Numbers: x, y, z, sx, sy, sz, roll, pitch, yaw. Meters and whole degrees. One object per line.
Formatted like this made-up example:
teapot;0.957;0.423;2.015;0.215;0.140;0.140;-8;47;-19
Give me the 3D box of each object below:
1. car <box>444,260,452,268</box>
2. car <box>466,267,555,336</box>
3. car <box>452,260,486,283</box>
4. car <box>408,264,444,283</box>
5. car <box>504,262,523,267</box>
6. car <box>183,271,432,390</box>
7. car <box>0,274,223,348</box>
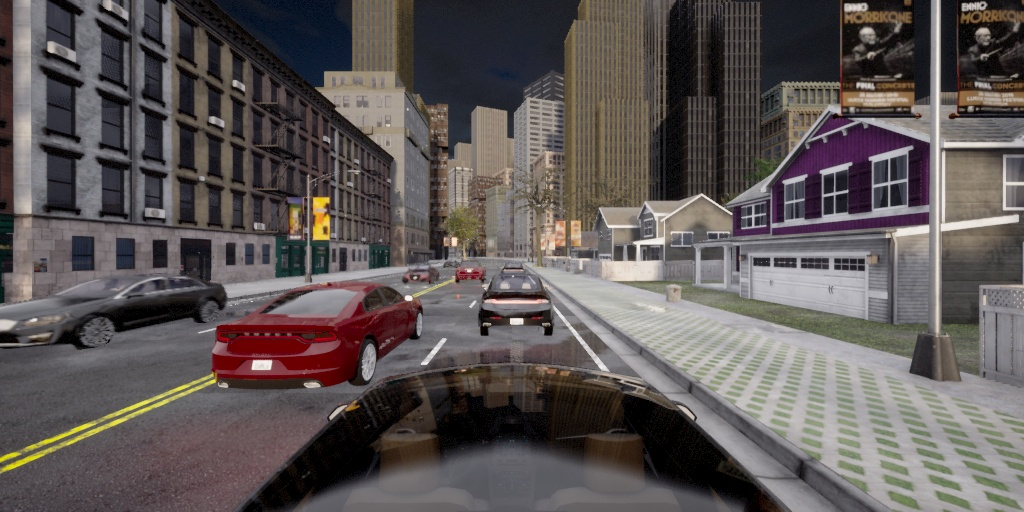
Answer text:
car;-9.715;1.257;57.692;1.994;1.385;4.181;0;0;0
car;0.106;1.239;10.381;2.128;1.511;4.902;0;0;0
car;-3.124;1.090;27.815;2.097;1.767;4.553;0;0;-2
car;-6.583;1.302;26.312;1.994;1.385;4.181;0;0;0
car;0.116;1.229;27.800;2.128;1.511;4.902;0;0;0
car;-3.148;1.227;7.006;1.882;1.535;5.008;0;0;0
car;-9.845;1.240;9.215;2.128;1.511;4.902;0;0;0
